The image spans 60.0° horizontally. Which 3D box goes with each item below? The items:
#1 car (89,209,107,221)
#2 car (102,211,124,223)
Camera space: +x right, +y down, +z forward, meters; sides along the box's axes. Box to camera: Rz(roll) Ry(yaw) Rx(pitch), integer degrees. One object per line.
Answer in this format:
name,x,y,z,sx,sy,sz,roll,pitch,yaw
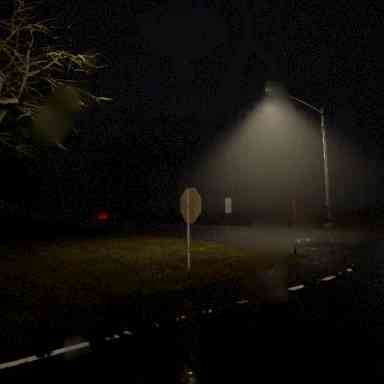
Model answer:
car,-17.029,4.225,60.845,2.150,2.045,5.566,-1,-1,-35
car,-12.717,4.257,54.643,1.994,1.385,4.181,-2,-2,-33
